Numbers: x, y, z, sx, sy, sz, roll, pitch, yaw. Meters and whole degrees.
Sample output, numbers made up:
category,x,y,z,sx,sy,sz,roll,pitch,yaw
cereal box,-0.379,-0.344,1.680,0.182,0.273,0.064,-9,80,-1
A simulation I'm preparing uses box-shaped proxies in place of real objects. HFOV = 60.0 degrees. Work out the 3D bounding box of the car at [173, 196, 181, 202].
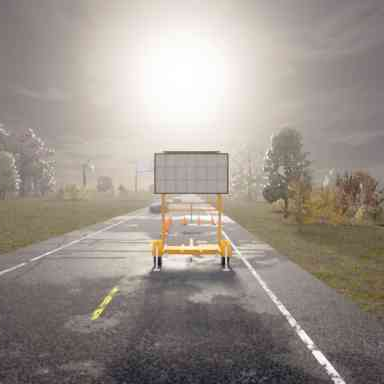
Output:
category,x,y,z,sx,sy,sz,roll,pitch,yaw
car,-3.621,1.608,81.783,2.033,1.411,5.357,0,0,0

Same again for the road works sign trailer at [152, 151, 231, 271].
category,x,y,z,sx,sy,sz,roll,pitch,yaw
road works sign trailer,-0.016,0.465,10.902,2.380,3.560,2.880,0,0,0

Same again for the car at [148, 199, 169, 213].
category,x,y,z,sx,sy,sz,roll,pitch,yaw
car,-3.656,1.540,37.095,1.812,1.442,4.674,0,0,0
